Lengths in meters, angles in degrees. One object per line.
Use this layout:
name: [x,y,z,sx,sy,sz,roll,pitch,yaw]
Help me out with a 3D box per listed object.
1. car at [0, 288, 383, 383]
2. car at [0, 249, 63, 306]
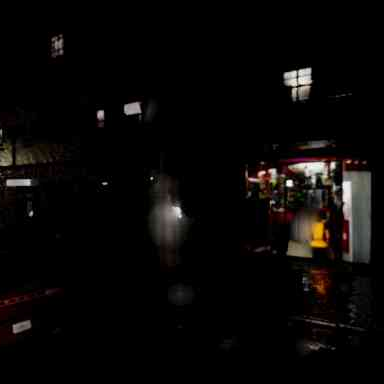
car: [0.654,1.586,2.243,4.206,1.307,1.802,0,0,35]
car: [-3.977,1.586,5.506,4.507,1.381,1.887,0,0,35]
